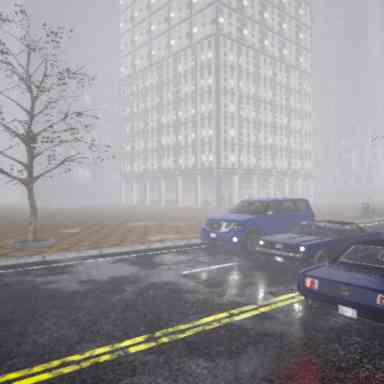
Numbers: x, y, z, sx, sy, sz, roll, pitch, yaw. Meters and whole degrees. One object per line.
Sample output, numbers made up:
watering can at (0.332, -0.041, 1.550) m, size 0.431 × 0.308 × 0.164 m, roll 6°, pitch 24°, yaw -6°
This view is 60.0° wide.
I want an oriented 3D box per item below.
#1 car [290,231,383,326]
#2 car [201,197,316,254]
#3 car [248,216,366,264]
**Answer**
car at (4.257, 1.604, 6.585) m, size 4.718 × 1.301 × 1.895 m, roll 0°, pitch 0°, yaw -36°
car at (2.981, 1.253, 13.987) m, size 5.566 × 2.045 × 2.150 m, roll 0°, pitch 0°, yaw -37°
car at (4.266, 1.616, 10.881) m, size 4.718 × 1.301 × 1.895 m, roll 0°, pitch 0°, yaw -37°
